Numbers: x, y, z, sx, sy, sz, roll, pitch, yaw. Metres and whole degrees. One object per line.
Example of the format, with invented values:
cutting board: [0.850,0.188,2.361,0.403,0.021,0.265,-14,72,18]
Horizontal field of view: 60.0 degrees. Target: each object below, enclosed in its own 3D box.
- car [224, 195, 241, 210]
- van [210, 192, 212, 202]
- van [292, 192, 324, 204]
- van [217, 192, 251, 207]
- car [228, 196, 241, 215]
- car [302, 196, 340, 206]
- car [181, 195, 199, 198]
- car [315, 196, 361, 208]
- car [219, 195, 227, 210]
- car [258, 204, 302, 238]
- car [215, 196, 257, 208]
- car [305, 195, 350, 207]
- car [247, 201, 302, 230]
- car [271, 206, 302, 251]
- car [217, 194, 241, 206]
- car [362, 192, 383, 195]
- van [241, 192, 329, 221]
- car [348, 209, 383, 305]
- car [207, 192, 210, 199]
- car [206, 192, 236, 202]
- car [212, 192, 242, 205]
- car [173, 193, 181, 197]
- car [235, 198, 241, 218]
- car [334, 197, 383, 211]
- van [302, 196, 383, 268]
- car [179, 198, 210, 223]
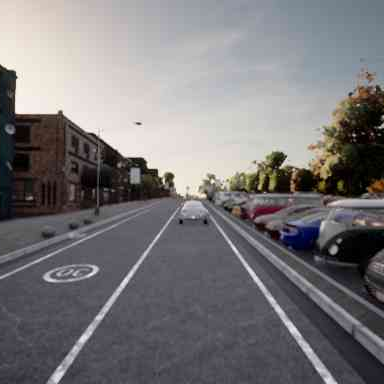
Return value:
car: [5.598,1.294,28.475,5.008,1.535,2.097,0,0,0]
van: [5.442,0.986,50.900,4.442,1.987,1.878,0,0,0]
van: [18.750,0.977,53.777,4.442,1.987,1.878,0,0,0]
van: [5.684,1.004,45.294,4.442,1.987,1.878,0,0,0]
car: [5.795,1.308,25.675,5.366,1.575,1.946,0,0,0]
car: [18.640,1.261,48.206,4.674,1.452,2.002,0,0,0]
car: [0.069,1.129,40.520,2.097,1.767,4.553,0,0,0]
car: [18.648,1.239,42.634,5.008,1.535,2.097,0,0,0]
car: [5.562,1.297,34.082,4.792,1.488,2.163,0,0,0]
car: [5.604,1.412,14.462,4.792,1.488,2.163,0,0,0]
car: [5.568,1.239,42.491,5.008,1.535,2.097,0,0,0]
car: [18.462,1.227,45.420,5.366,1.575,1.946,0,0,0]
car: [5.598,1.394,17.265,4.792,1.488,2.163,0,0,0]
car: [5.634,1.401,11.658,5.008,1.535,2.097,0,0,0]
car: [5.581,1.258,36.880,4.892,1.521,2.231,0,0,0]
car: [18.643,1.016,34.280,5.566,2.045,2.435,0,0,0]
van: [5.504,1.121,20.066,4.442,1.987,1.878,0,0,0]
car: [5.682,1.311,6.051,4.553,1.767,2.185,0,0,0]
car: [5.580,0.946,56.506,5.566,2.045,2.435,0,0,0]
car: [5.576,0.944,64.916,5.566,2.045,2.435,0,0,0]
car: [5.608,0.996,39.686,5.566,2.045,2.435,0,0,0]
car: [-3.309,0.995,78.616,2.097,1.767,4.553,0,0,0]
car: [5.644,1.359,22.872,4.792,1.488,2.163,0,0,0]
car: [18.694,1.286,37.064,4.792,1.488,2.163,0,0,0]
van: [5.528,1.193,8.854,4.442,1.987,1.878,0,0,0]
car: [0.080,1.379,23.707,1.812,1.442,4.674,0,1,0]
